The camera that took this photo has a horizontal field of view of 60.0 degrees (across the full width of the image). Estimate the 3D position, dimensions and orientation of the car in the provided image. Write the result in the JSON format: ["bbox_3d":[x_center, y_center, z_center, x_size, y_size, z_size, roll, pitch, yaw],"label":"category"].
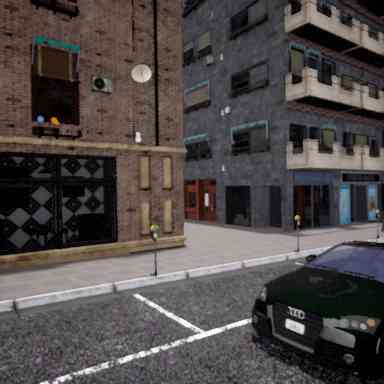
[{"bbox_3d":[2.960,1.559,5.474,4.181,1.385,1.994,0,0,-35],"label":"car"}]
